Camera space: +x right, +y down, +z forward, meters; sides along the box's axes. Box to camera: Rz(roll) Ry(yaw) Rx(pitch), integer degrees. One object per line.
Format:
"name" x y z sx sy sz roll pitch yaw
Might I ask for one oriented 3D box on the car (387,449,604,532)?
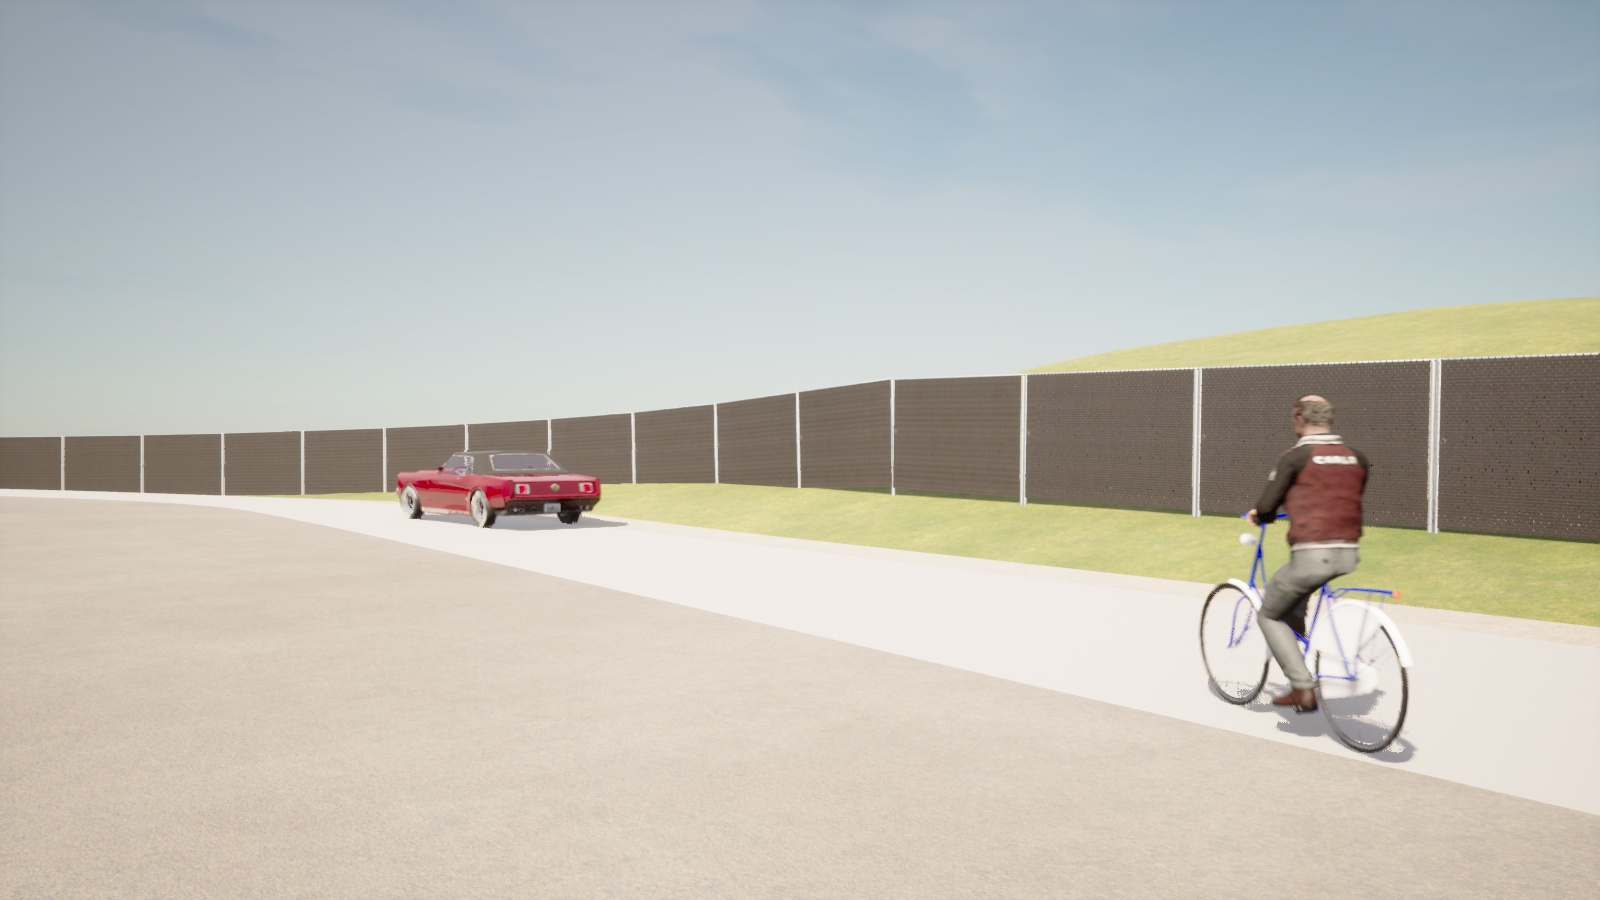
"car" -5.634 0.650 22.794 1.895 1.301 4.718 0 1 -41

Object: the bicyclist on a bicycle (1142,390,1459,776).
"bicyclist on a bicycle" 2.582 0.605 6.750 0.659 1.776 1.843 0 1 -12
